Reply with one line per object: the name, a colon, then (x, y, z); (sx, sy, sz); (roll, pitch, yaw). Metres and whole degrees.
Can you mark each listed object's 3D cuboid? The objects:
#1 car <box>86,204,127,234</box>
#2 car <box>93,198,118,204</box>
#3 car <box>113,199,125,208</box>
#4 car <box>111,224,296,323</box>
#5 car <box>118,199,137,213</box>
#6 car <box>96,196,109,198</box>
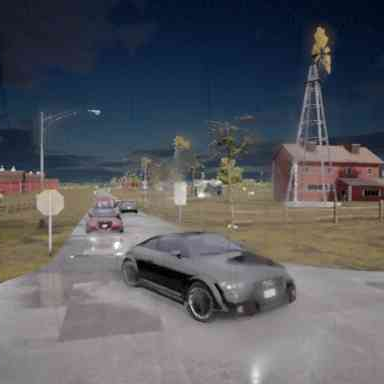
car: (-5.176, 1.629, 19.640); (1.994, 1.385, 4.181); (0, 0, -16)
car: (-8.402, 1.645, 31.309); (2.128, 1.511, 4.902); (0, -1, -15)
car: (-12.526, 1.987, 56.851); (1.812, 1.442, 4.674); (0, -1, -15)
car: (0.116, 1.579, 7.337); (1.994, 1.385, 4.181); (0, 0, -38)
car: (-7.646, 1.795, 39.592); (1.994, 1.385, 4.181); (0, -1, -15)
car: (-12.093, 1.524, 44.893); (2.150, 2.045, 5.566); (0, -1, -15)
